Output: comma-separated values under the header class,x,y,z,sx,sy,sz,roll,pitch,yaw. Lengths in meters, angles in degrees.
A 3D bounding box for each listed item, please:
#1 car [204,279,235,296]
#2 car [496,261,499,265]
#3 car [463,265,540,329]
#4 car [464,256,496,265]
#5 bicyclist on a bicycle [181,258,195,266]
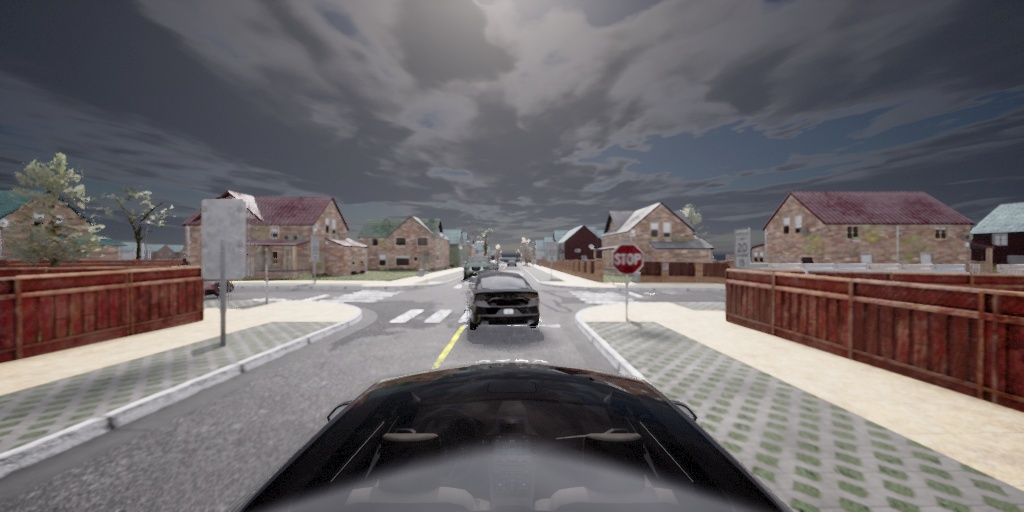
class,x,y,z,sx,sy,sz,roll,pitch,yaw
car,-15.247,1.254,16.371,4.181,1.385,1.994,0,0,0
car,-2.843,1.320,41.118,1.837,1.490,4.892,0,0,0
car,-0.473,1.228,11.357,1.882,1.535,5.008,0,0,-9
car,-2.854,1.002,31.045,2.150,2.045,5.566,0,0,0
bicyclist on a bicycle,-20.155,0.943,22.218,0.582,1.620,1.656,0,1,0
